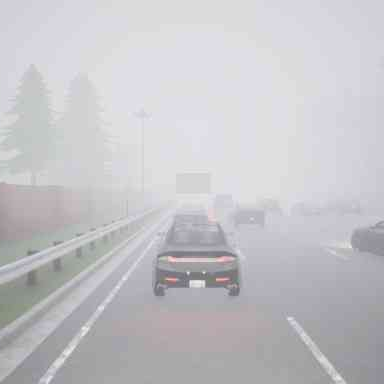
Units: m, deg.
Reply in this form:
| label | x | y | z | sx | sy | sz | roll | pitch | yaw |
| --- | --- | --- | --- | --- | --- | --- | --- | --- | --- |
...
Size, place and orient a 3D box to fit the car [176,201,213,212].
| label | x | y | z | sx | sy | sz | roll | pitch | yaw |
| --- | --- | --- | --- | --- | --- | --- | --- | --- | --- |
| car | 0.055 | 1.470 | 19.033 | 1.882 | 1.535 | 5.008 | 0 | 0 | 5 |

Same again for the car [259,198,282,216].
| label | x | y | z | sx | sy | sz | roll | pitch | yaw |
| --- | --- | --- | --- | --- | --- | --- | --- | --- | --- |
| car | 7.090 | 1.346 | 32.068 | 2.097 | 1.767 | 4.553 | 0 | 0 | 0 |

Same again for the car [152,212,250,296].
| label | x | y | z | sx | sy | sz | roll | pitch | yaw |
| --- | --- | --- | --- | --- | --- | --- | --- | --- | --- |
| car | 0.098 | 1.490 | 8.595 | 2.128 | 1.511 | 4.902 | 0 | 0 | 0 |

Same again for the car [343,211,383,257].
| label | x | y | z | sx | sy | sz | roll | pitch | yaw |
| --- | --- | --- | --- | --- | --- | --- | --- | --- | --- |
| car | 7.098 | 1.562 | 11.101 | 1.994 | 1.385 | 4.181 | 0 | 0 | 0 |

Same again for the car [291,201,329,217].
| label | x | y | z | sx | sy | sz | roll | pitch | yaw |
| --- | --- | --- | --- | --- | --- | --- | --- | --- | --- |
| car | 10.593 | 1.557 | 30.738 | 1.994 | 1.385 | 4.181 | 0 | 0 | 0 |

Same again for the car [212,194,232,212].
| label | x | y | z | sx | sy | sz | roll | pitch | yaw |
| --- | --- | --- | --- | --- | --- | --- | --- | --- | --- |
| car | 3.592 | 1.214 | 39.036 | 2.150 | 2.045 | 5.566 | 0 | 0 | 0 |

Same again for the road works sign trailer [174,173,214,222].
| label | x | y | z | sx | sy | sz | roll | pitch | yaw |
| --- | --- | --- | --- | --- | --- | --- | --- | --- | --- |
| road works sign trailer | 0.063 | 0.460 | 22.953 | 2.380 | 3.560 | 2.880 | 0 | 0 | -1 |

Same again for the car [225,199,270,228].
| label | x | y | z | sx | sy | sz | roll | pitch | yaw |
| --- | --- | --- | --- | --- | --- | --- | --- | --- | --- |
| car | 3.594 | 1.473 | 22.459 | 1.882 | 1.535 | 5.008 | 0 | 0 | 0 |

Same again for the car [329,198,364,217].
| label | x | y | z | sx | sy | sz | roll | pitch | yaw |
| --- | --- | --- | --- | --- | --- | --- | --- | --- | --- |
| car | 14.094 | 1.346 | 31.086 | 2.097 | 1.767 | 4.553 | 0 | 0 | 0 |
